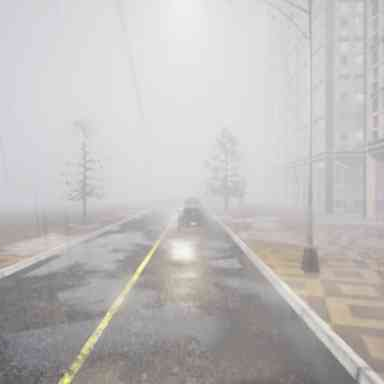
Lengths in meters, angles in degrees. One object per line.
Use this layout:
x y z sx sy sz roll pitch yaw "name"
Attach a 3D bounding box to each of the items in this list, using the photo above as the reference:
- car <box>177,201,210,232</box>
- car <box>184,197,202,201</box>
0.093 1.527 20.022 1.812 1.442 4.674 0 0 0 "car"
0.086 1.355 40.055 2.097 1.767 4.553 0 0 0 "car"
